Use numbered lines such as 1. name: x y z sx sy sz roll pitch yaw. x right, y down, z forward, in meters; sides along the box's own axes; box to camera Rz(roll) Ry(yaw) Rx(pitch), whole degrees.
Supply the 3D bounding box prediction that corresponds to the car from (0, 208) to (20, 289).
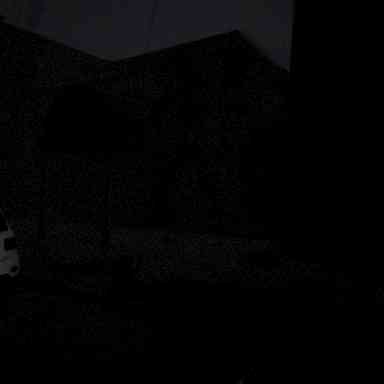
1. car: -6.454 1.315 8.143 5.566 2.045 2.435 -1 0 35
